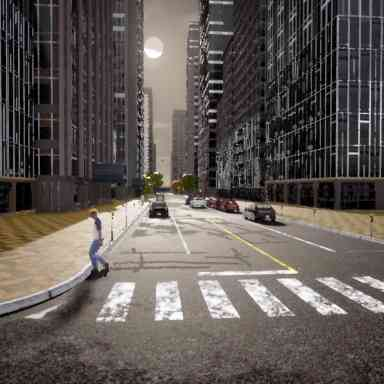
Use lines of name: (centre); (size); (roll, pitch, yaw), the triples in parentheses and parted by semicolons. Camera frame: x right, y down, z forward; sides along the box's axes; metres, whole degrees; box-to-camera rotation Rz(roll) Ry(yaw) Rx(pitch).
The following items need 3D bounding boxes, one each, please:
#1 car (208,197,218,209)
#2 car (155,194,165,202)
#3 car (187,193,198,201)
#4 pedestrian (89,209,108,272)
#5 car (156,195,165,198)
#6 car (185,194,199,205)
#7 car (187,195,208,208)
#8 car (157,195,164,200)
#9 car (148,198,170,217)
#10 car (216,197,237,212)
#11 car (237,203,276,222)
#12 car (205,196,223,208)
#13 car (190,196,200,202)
car: (3.705, 1.533, 43.103); (1.887, 1.381, 4.507); (-1, 0, -5)
car: (-7.220, 1.311, 76.104); (2.192, 1.841, 5.009); (-1, 0, -5)
car: (0.073, 1.316, 82.478); (2.192, 1.841, 5.009); (-1, 0, -5)
pedestrian: (-2.673, 1.287, 9.324); (0.375, 1.860, 0.375); (-1, 1, -5)
car: (-4.091, 1.512, 42.187); (1.752, 1.417, 4.829); (-1, 0, -5)
car: (-0.096, 1.554, 57.898); (1.994, 1.385, 4.181); (0, 0, -5)
car: (0.818, 1.514, 48.018); (1.812, 1.442, 4.674); (0, 0, -5)
car: (-8.772, 1.589, 92.978); (1.802, 1.307, 4.206); (-1, 0, -5)
car: (-3.070, 1.553, 31.107); (1.947, 1.339, 4.313); (-1, 0, -5)
car: (4.224, 1.570, 37.478); (1.802, 1.307, 4.206); (-1, 0, -5)
car: (5.260, 1.540, 26.229); (2.008, 1.369, 4.403); (-1, 0, -5)
car: (3.185, 1.429, 48.728); (1.967, 1.590, 4.097); (-1, 0, -5)
car: (0.595, 1.580, 76.853); (1.802, 1.307, 4.206); (-1, 0, -5)
